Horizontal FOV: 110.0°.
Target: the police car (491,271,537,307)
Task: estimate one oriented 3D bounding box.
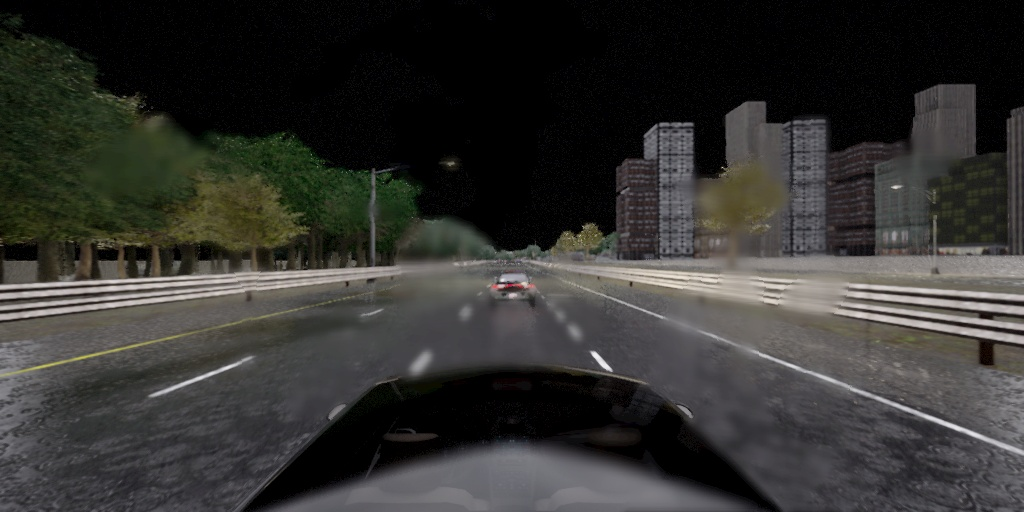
[{"bbox_3d":[0.061,1.482,16.949,2.038,1.542,4.974,0,-1,-1],"label":"police car"}]
